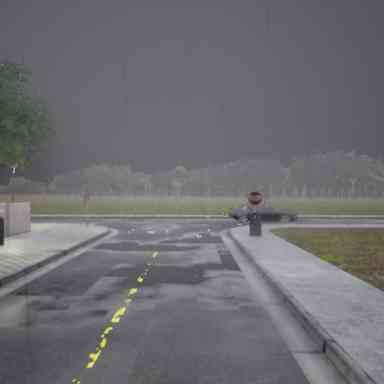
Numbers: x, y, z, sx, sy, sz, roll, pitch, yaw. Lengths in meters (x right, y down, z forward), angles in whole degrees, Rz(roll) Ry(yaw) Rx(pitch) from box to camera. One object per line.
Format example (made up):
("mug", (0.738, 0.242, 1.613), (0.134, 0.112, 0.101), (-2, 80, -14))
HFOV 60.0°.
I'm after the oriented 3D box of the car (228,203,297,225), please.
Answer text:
("car", (5.065, 1.545, 24.056), (4.902, 1.511, 2.128), (0, 0, 0))
